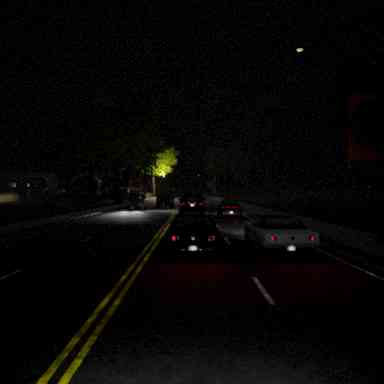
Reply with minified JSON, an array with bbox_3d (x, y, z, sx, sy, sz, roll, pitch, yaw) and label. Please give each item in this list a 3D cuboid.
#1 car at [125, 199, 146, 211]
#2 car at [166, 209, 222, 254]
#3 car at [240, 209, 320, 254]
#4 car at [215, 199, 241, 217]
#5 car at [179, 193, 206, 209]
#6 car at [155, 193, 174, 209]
[{"bbox_3d":[-6.695,1.481,39.650,1.895,1.301,4.718,0,0,0],"label":"car"},{"bbox_3d":[0.051,1.562,13.271,1.895,1.301,4.718,0,0,0],"label":"car"},{"bbox_3d":[3.301,1.562,13.218,1.895,1.301,4.718,0,0,0],"label":"car"},{"bbox_3d":[3.264,1.417,29.923,1.837,1.490,4.892,0,0,0],"label":"car"},{"bbox_3d":[0.016,1.135,28.926,2.150,2.045,5.566,0,0,0],"label":"car"},{"bbox_3d":[-3.446,1.094,42.660,2.150,2.045,5.566,0,0,0],"label":"car"}]
